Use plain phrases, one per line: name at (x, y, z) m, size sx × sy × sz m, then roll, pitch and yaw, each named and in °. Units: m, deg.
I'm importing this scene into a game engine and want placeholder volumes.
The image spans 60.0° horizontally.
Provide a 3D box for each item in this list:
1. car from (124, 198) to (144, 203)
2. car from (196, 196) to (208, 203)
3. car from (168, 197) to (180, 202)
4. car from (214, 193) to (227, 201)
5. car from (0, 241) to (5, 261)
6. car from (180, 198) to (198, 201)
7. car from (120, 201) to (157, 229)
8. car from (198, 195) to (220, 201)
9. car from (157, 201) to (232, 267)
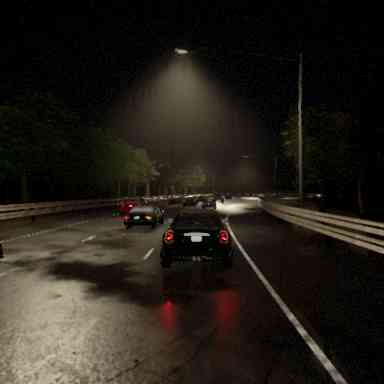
car at (-5.620, 1.346, 33.480) m, size 2.097 × 1.767 × 4.553 m, roll 0°, pitch 0°, yaw 5°
car at (2.128, 1.522, 70.059) m, size 1.994 × 1.385 × 4.181 m, roll 0°, pitch 0°, yaw 9°
car at (-2.891, 1.589, 60.385) m, size 1.895 × 1.301 × 4.718 m, roll 0°, pitch 0°, yaw 8°
car at (5.658, 1.200, 69.968) m, size 2.150 × 2.045 × 5.566 m, roll 0°, pitch 0°, yaw 9°
car at (-6.824, 1.552, 8.621) m, size 1.994 × 1.385 × 4.181 m, roll 0°, pitch 0°, yaw 1°
car at (-0.160, 1.573, 53.108) m, size 1.994 × 1.385 × 4.181 m, roll 0°, pitch 0°, yaw 7°
car at (-2.979, 1.547, 21.645) m, size 2.033 × 1.411 × 5.357 m, roll 0°, pitch 0°, yaw 4°
car at (2.328, 1.562, 44.682) m, size 2.033 × 1.411 × 5.357 m, roll 0°, pitch 0°, yaw 6°
car at (0.189, 1.355, 11.628) m, size 2.097 × 1.767 × 4.553 m, roll 0°, pitch 0°, yaw 2°
